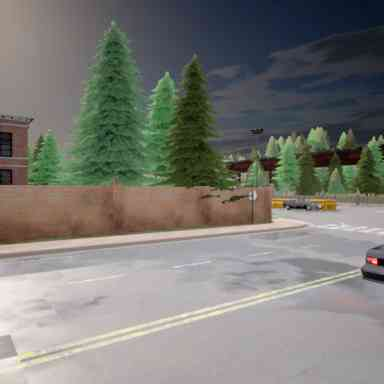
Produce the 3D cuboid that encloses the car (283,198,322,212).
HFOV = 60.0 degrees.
[{"bbox_3d":[13.167,1.488,39.820,2.128,1.511,4.902,0,0,-35],"label":"car"}]

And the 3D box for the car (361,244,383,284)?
[{"bbox_3d":[6.323,1.547,8.239,5.357,1.411,2.033,0,0,-35],"label":"car"}]
